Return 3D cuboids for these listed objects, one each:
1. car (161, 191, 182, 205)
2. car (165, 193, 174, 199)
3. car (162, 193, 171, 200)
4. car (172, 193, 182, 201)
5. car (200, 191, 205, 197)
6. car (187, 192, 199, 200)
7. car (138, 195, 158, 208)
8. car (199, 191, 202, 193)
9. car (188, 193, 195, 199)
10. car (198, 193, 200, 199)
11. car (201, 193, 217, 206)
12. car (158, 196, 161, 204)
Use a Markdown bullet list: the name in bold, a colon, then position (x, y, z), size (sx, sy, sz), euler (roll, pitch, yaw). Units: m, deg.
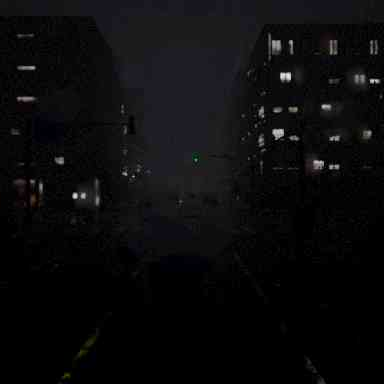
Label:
- **car**: position (-3.109, 0.892, 52.472), size (2.150, 2.045, 5.566), euler (0, 0, 0)
- **car**: position (-5.760, 1.007, 86.129), size (1.887, 1.381, 4.507), euler (1, 0, 0)
- **car**: position (-5.749, 1.055, 74.912), size (1.752, 1.417, 4.829), euler (1, 0, 0)
- **car**: position (-3.064, 1.071, 68.324), size (1.837, 1.490, 4.892), euler (0, 0, 0)
- **car**: position (2.652, 1.105, 52.981), size (1.967, 1.590, 4.097), euler (1, 0, 0)
- **car**: position (-0.065, 0.892, 73.685), size (2.097, 1.767, 4.553), euler (0, 0, 0)
- **car**: position (-5.720, 1.260, 41.772), size (1.752, 1.417, 4.829), euler (1, 0, 0)
- **car**: position (2.624, 0.777, 86.121), size (2.192, 1.841, 5.009), euler (1, 0, 0)
- **car**: position (-0.074, 0.908, 83.722), size (1.837, 1.490, 4.892), euler (0, 0, 0)
- **car**: position (2.641, 1.179, 64.029), size (1.802, 1.307, 4.206), euler (1, 0, 0)
- **car**: position (2.656, 1.244, 47.458), size (1.887, 1.381, 4.507), euler (1, 0, 0)
- **car**: position (-5.730, 1.210, 52.988), size (1.887, 1.381, 4.507), euler (1, 0, 0)
